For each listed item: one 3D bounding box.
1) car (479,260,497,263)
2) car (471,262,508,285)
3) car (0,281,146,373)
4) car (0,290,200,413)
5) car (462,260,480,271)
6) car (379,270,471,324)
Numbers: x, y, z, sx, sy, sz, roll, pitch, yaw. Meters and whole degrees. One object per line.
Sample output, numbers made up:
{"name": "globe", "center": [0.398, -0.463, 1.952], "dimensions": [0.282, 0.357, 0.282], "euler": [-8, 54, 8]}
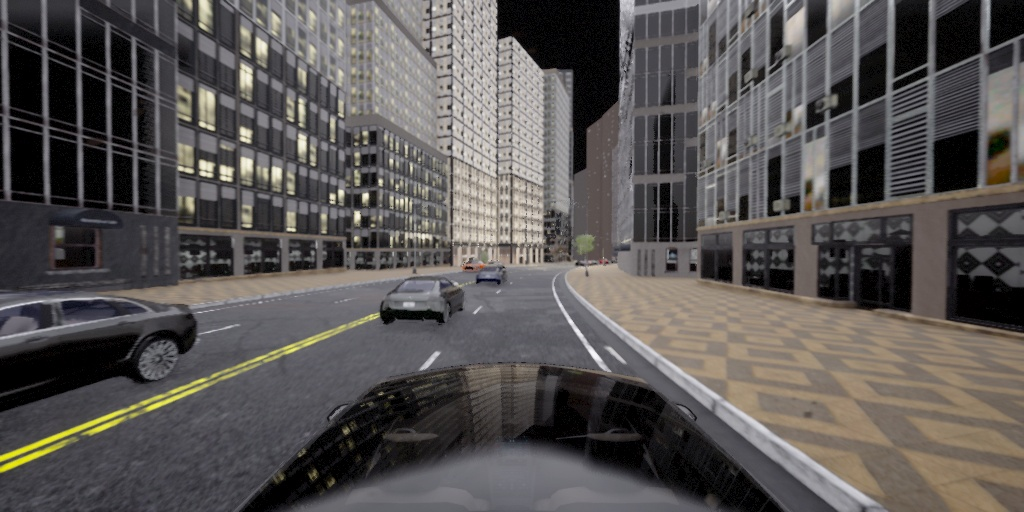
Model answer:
{"name": "car", "center": [-2.287, 1.439, 45.907], "dimensions": [1.882, 1.535, 5.008], "euler": [0, 0, 11]}
{"name": "car", "center": [-1.534, 1.441, 28.077], "dimensions": [1.994, 1.385, 4.181], "euler": [0, 0, 7]}
{"name": "car", "center": [-9.776, 1.283, 5.857], "dimensions": [2.033, 1.411, 5.357], "euler": [0, 0, 1]}
{"name": "car", "center": [-6.525, 1.232, 4.317], "dimensions": [2.128, 1.511, 4.902], "euler": [0, 0, 1]}
{"name": "car", "center": [-5.113, 1.304, 48.289], "dimensions": [2.097, 1.767, 4.553], "euler": [0, 0, 12]}
{"name": "car", "center": [-2.832, 1.354, 12.166], "dimensions": [1.994, 1.385, 4.181], "euler": [0, 0, 3]}
